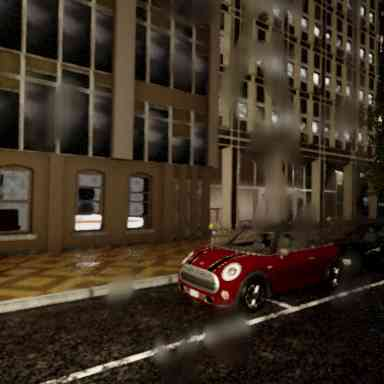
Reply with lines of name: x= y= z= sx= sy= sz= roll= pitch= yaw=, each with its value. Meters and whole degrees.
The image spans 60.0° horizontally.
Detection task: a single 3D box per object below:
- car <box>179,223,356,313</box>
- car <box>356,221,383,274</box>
car: x=1.679 y=1.499 z=7.737 sx=4.097 sy=1.590 sz=1.967 roll=1 pitch=0 yaw=-35
car: x=6.284 y=1.682 z=11.020 sx=4.313 sy=1.339 sz=1.947 roll=1 pitch=0 yaw=-35
